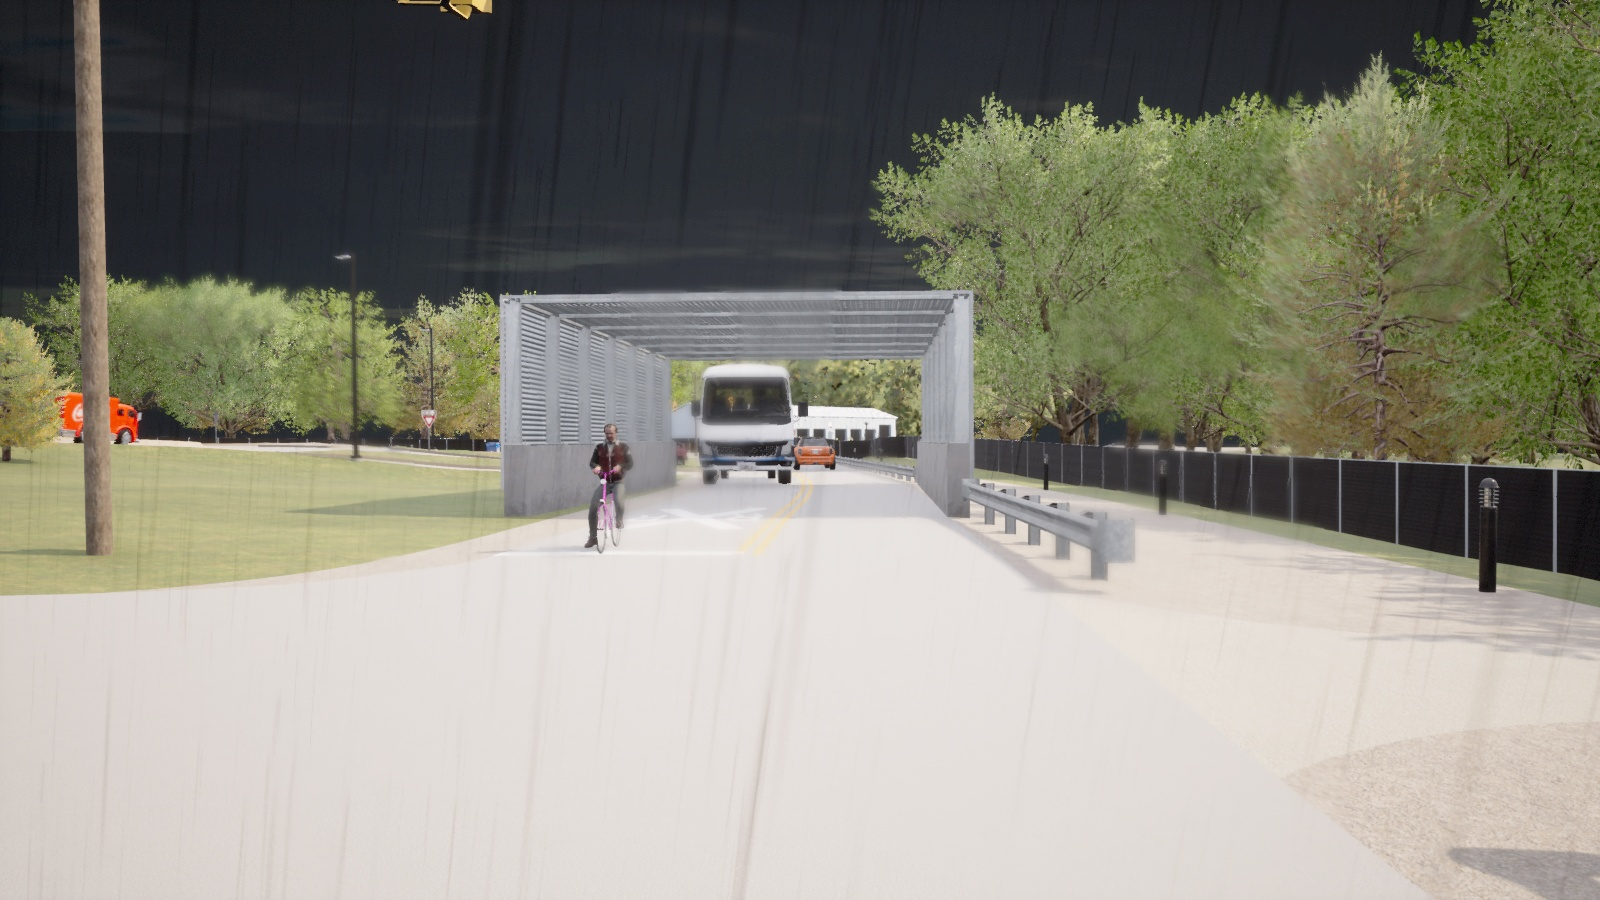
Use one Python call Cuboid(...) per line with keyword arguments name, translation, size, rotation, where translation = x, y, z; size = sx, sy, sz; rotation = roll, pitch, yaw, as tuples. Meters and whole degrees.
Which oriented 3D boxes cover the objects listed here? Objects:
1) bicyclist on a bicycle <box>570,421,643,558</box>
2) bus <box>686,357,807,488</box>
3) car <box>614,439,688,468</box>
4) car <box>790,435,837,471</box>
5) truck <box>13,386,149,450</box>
Cuboid(name="bicyclist on a bicycle", translation=(-2.633, 0.512, 17.259), size=(0.659, 1.776, 1.843), rotation=(0, 0, 2))
Cuboid(name="bus", translation=(-1.933, -0.941, 46.384), size=(3.944, 4.253, 10.273), rotation=(0, 0, -2))
Cuboid(name="car", translation=(-8.140, 0.196, 68.719), size=(3.705, 1.549, 1.789), rotation=(1, 0, -20))
Cuboid(name="car", translation=(0.642, 0.121, 65.269), size=(2.097, 1.767, 4.553), rotation=(0, 1, -4))
Cuboid(name="truck", translation=(-34.030, -1.464, 59.648), size=(2.627, 2.467, 5.204), rotation=(5, -2, 12))
